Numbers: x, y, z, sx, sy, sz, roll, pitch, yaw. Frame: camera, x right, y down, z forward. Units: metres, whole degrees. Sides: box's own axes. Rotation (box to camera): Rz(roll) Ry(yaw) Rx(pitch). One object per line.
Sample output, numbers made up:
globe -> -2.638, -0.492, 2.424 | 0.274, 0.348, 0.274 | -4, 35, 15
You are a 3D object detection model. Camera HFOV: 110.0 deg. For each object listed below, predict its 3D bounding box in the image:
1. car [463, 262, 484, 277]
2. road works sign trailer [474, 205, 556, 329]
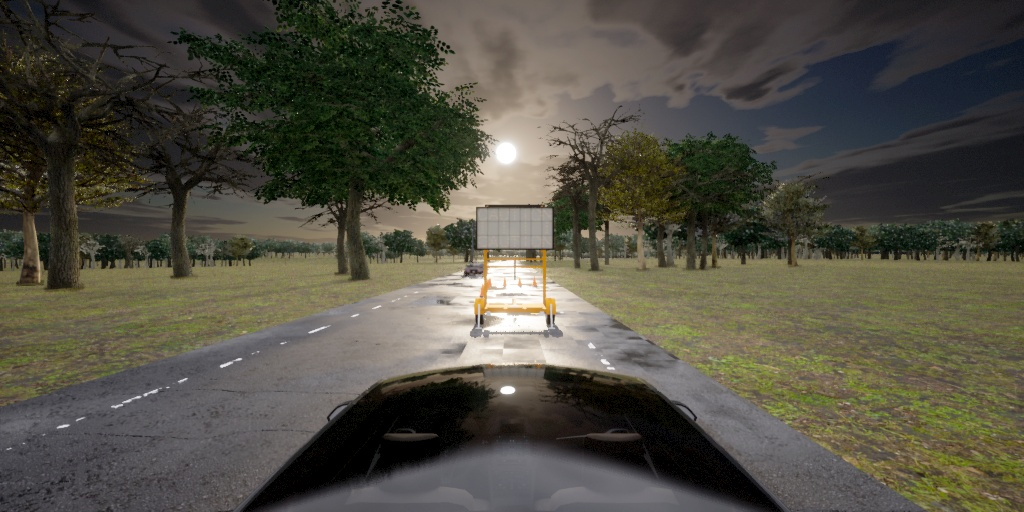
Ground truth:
car -> -3.590, 1.321, 35.589 | 1.994, 1.385, 4.181 | 0, 0, 0
road works sign trailer -> 0.090, 0.211, 11.194 | 2.380, 3.560, 2.880 | 0, 0, 0
